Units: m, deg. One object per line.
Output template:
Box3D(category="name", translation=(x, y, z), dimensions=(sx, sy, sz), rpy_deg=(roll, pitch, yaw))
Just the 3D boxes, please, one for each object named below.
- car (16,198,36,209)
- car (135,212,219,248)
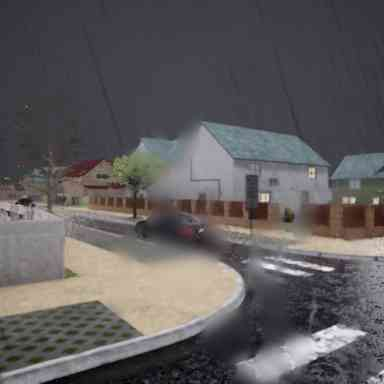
Box3D(category="car", translation=(-22.646, 1.569, 45.393), dimensions=(1.812, 1.442, 4.674), rpy_deg=(0, 0, -37))
Box3D(category="car", translation=(-0.880, 1.630, 15.556), dimensions=(2.033, 1.411, 5.357), rpy_deg=(0, 0, -31))
